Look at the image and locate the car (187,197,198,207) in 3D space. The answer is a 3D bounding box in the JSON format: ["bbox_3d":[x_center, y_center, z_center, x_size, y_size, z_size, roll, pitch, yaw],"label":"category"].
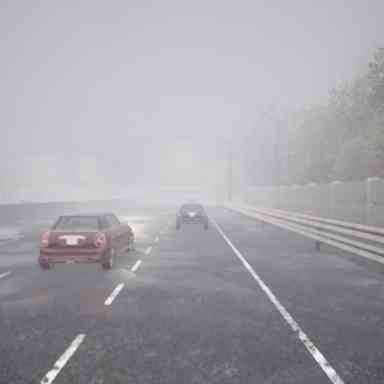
[{"bbox_3d":[0.109,1.924,66.186,2.097,1.767,4.553,0,-1,2],"label":"car"}]

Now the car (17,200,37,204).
[{"bbox_3d":[-21.030,1.833,42.150,2.128,1.511,4.902,0,0,1],"label":"car"}]

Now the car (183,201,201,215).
[{"bbox_3d":[0.002,1.875,40.250,2.033,1.411,5.357,0,-1,0],"label":"car"}]

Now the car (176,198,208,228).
[{"bbox_3d":[0.001,1.531,23.538,2.097,1.767,4.553,0,0,0],"label":"car"}]

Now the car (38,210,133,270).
[{"bbox_3d":[-3.401,1.436,11.550,2.097,1.767,4.553,0,0,0],"label":"car"}]
